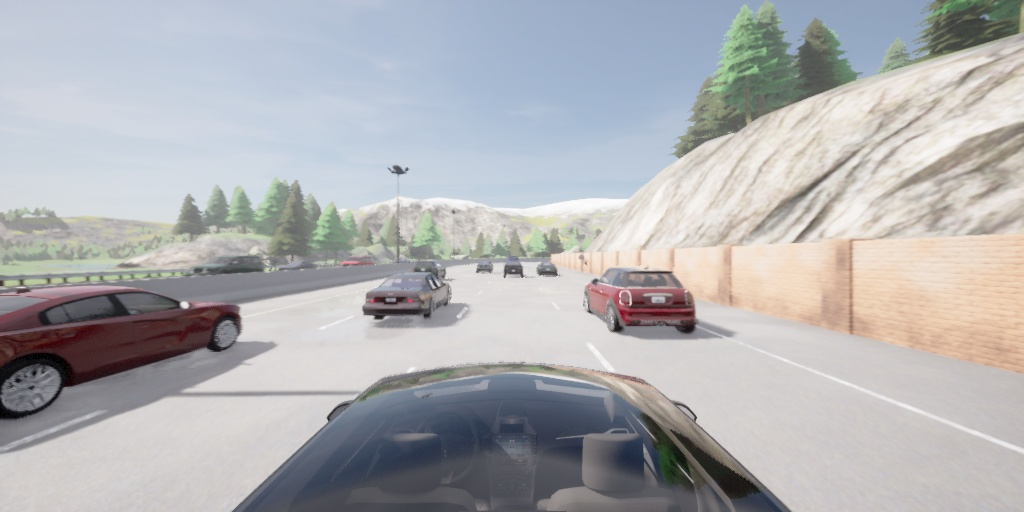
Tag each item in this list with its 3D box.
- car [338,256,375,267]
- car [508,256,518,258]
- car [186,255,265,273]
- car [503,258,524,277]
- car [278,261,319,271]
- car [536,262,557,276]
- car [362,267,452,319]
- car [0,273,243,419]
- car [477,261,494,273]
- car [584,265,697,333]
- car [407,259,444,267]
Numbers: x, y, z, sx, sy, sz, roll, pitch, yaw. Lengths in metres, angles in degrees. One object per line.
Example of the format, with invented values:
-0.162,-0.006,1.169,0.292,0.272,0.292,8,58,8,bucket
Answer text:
-17.518,0.969,40.684,2.150,2.045,5.566,0,0,1,car
0.192,0.973,63.746,2.150,2.045,5.566,0,0,0,car
-21.058,0.970,26.726,2.150,2.045,5.566,0,0,0,car
0.142,1.230,35.987,1.882,1.535,5.008,0,0,0,car
-24.510,1.293,41.466,2.033,1.411,5.357,0,0,1,car
3.644,1.317,37.960,1.994,1.385,4.181,0,0,0,car
-3.438,1.297,12.710,2.033,1.411,5.357,0,0,0,car
-6.912,1.226,5.902,1.882,1.535,5.008,0,0,0,car
-3.327,1.299,44.442,2.033,1.411,5.357,0,0,0,car
3.595,1.104,10.916,2.097,1.767,4.553,0,0,0,car
-6.872,1.101,29.907,2.097,1.767,4.553,0,0,0,car
